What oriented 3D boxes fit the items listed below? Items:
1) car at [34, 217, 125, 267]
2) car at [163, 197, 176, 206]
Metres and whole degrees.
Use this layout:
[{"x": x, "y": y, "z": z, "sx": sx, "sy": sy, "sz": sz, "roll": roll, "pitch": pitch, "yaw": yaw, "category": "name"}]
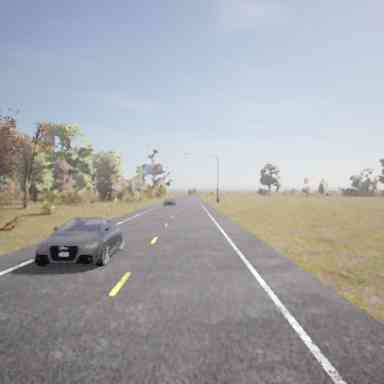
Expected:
[{"x": -3.603, "y": 1.565, "z": 11.336, "sx": 1.994, "sy": 1.385, "sz": 4.181, "roll": 0, "pitch": 0, "yaw": 0, "category": "car"}, {"x": -3.566, "y": 1.572, "z": 53.806, "sx": 1.994, "sy": 1.385, "sz": 4.181, "roll": 0, "pitch": 0, "yaw": 0, "category": "car"}]
